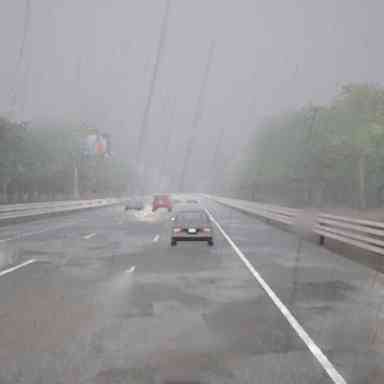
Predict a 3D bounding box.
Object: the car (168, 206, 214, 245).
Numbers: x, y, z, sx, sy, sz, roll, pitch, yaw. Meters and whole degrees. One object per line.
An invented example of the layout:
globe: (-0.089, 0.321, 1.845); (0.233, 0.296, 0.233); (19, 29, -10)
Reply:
car: (0.008, 1.560, 15.494); (2.033, 1.411, 5.357); (0, 0, 0)

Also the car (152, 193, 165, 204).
car: (-6.972, 1.342, 69.628); (2.150, 2.045, 5.566); (0, 0, 0)

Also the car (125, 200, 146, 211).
car: (-6.973, 1.637, 40.951); (1.994, 1.385, 4.181); (0, 0, 0)

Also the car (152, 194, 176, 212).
car: (-3.480, 1.294, 39.857); (2.150, 2.045, 5.566); (0, 0, 0)

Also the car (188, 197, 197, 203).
car: (0.029, 1.712, 69.972); (1.895, 1.301, 4.718); (0, 0, 0)

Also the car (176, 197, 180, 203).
car: (-3.472, 1.712, 69.887); (1.895, 1.301, 4.718); (0, 0, 0)
